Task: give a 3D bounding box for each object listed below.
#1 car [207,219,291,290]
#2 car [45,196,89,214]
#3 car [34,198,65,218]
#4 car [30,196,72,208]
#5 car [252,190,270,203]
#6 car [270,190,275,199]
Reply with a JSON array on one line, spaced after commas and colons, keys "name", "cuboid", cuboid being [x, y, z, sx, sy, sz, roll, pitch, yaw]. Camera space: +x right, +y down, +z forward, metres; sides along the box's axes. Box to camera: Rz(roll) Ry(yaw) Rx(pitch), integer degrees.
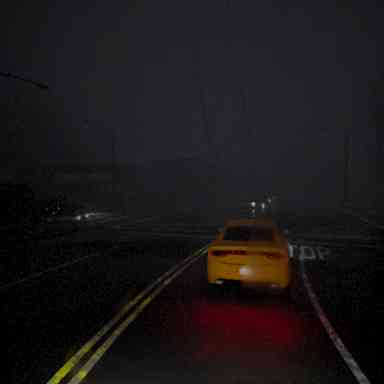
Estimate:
[{"name": "car", "cuboid": [1.683, 1.495, 9.344, 1.882, 1.535, 5.008, 0, 0, 13]}, {"name": "car", "cuboid": [-12.713, 1.339, 32.136, 5.357, 1.411, 2.033, 0, 1, 18]}, {"name": "car", "cuboid": [-13.792, 1.463, 28.815, 4.718, 1.301, 1.895, 0, 1, 18]}, {"name": "car", "cuboid": [-17.583, 1.196, 41.375, 4.718, 1.301, 1.895, 0, 1, 19]}, {"name": "car", "cuboid": [10.681, 0.858, 52.348, 1.837, 1.490, 4.892, 0, 1, 17]}, {"name": "car", "cuboid": [14.572, 0.649, 64.857, 1.994, 1.385, 4.181, 0, 1, 17]}]
